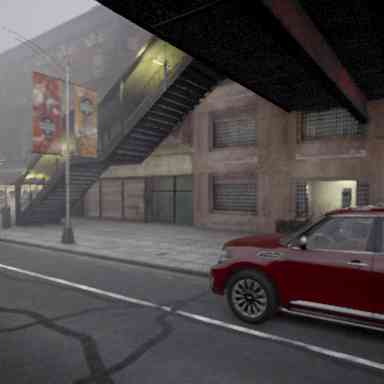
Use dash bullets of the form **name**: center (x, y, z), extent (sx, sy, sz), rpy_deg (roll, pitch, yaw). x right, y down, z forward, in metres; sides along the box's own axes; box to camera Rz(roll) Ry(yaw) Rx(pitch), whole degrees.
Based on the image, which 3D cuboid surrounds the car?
- **car**: center (2.997, 1.225, 5.480), extent (5.566, 2.045, 2.435), rpy_deg (0, 0, 35)
